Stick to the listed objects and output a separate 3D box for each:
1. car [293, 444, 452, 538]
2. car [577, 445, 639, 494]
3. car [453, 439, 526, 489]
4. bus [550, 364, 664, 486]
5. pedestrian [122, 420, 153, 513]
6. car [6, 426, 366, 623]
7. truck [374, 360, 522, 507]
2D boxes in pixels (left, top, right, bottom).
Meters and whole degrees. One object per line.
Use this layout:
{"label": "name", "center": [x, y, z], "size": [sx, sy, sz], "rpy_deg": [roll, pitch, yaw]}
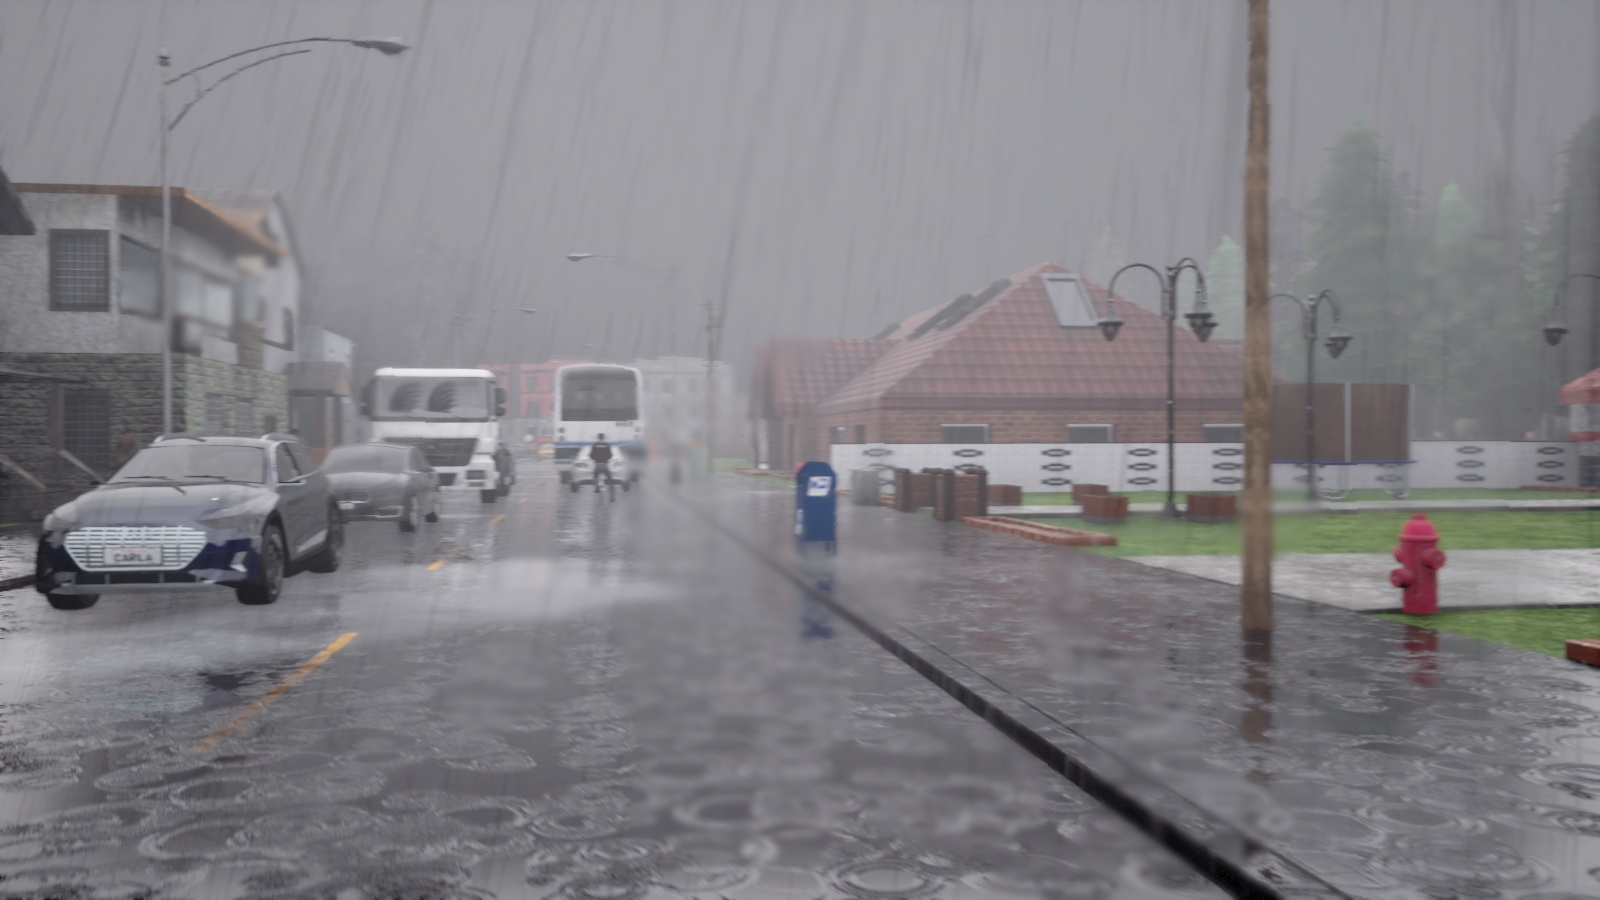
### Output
{"label": "car", "center": [-7.446, 0.633, 22.341], "size": [1.837, 1.490, 4.892], "rpy_deg": [0, 0, -9]}
{"label": "car", "center": [-6.046, 0.554, 39.483], "size": [1.812, 1.442, 4.674], "rpy_deg": [0, 0, -9]}
{"label": "car", "center": [-10.760, 0.440, 43.792], "size": [2.033, 1.649, 4.856], "rpy_deg": [0, 0, -9]}
{"label": "bus", "center": [-7.542, -0.902, 49.195], "size": [3.944, 4.253, 10.273], "rpy_deg": [0, 0, -9]}
{"label": "pedestrian", "center": [-13.433, 0.328, 25.474], "size": [0.331, 1.846, 0.634], "rpy_deg": [0, 0, -6]}
{"label": "car", "center": [-6.019, 0.610, 13.059], "size": [2.033, 1.649, 4.856], "rpy_deg": [0, 0, -9]}
{"label": "truck", "center": [-9.210, -0.417, 33.768], "size": [2.891, 3.462, 7.936], "rpy_deg": [0, 0, -9]}
